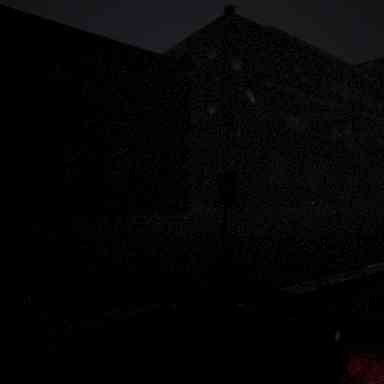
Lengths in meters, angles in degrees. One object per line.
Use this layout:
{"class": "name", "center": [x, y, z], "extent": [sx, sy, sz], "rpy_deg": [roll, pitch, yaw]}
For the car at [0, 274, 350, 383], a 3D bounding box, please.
{"class": "car", "center": [-0.835, 1.548, 2.783], "extent": [5.357, 1.411, 2.033], "rpy_deg": [0, 0, -36]}
